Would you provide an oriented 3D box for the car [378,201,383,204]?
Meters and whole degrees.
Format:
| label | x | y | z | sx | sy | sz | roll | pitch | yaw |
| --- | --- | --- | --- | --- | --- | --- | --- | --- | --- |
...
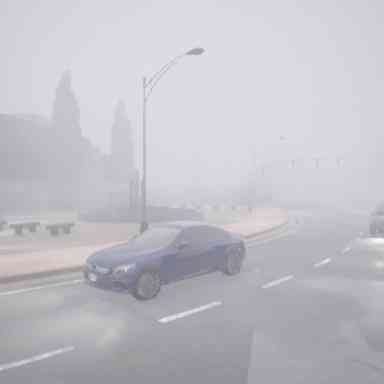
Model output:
| label | x | y | z | sx | sy | sz | roll | pitch | yaw |
| --- | --- | --- | --- | --- | --- | --- | --- | --- | --- |
| car | 18.851 | 1.455 | 31.201 | 2.128 | 1.511 | 4.902 | 0 | 0 | 13 |

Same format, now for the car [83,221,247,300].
| label | x | y | z | sx | sy | sz | roll | pitch | yaw |
| --- | --- | --- | --- | --- | --- | --- | --- | --- | --- |
| car | -0.418 | 1.521 | 8.589 | 4.674 | 1.442 | 1.812 | 0 | 0 | -45 |

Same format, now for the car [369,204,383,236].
| label | x | y | z | sx | sy | sz | roll | pitch | yaw |
| --- | --- | --- | --- | --- | --- | --- | --- | --- | --- |
| car | 10.472 | 1.544 | 17.514 | 1.994 | 1.385 | 4.181 | 0 | 0 | 26 |
